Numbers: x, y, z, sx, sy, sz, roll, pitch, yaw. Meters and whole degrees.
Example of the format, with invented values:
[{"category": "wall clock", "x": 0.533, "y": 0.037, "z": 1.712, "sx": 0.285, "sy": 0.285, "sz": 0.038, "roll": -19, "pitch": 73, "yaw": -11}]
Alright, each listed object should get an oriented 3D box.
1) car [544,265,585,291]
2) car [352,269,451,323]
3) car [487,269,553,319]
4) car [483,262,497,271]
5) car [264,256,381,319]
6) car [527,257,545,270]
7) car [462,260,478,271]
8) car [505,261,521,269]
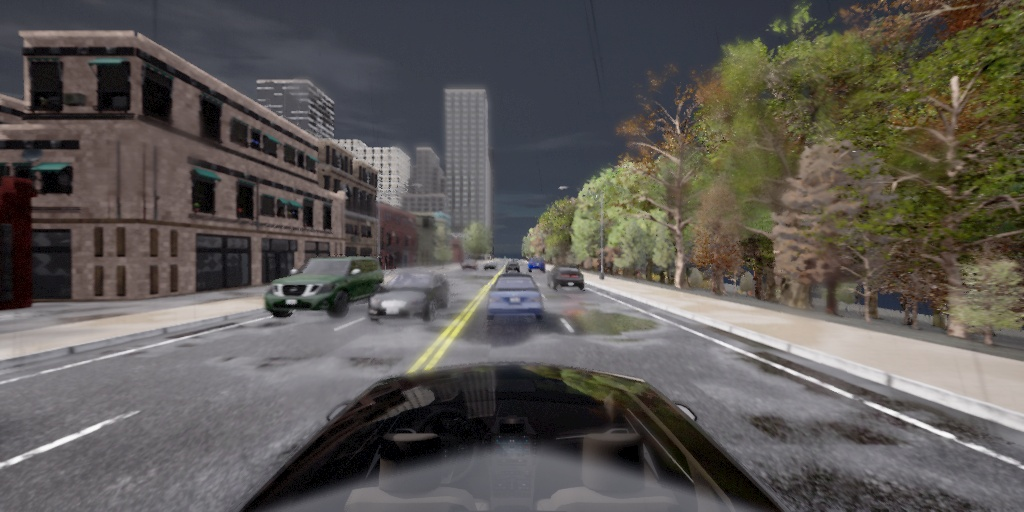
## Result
[{"category": "car", "x": 3.349, "y": 1.357, "z": 22.781, "sx": 1.837, "sy": 1.490, "sz": 4.892, "roll": 0, "pitch": 0, "yaw": 0}, {"category": "car", "x": -3.350, "y": 1.295, "z": 12.530, "sx": 2.128, "sy": 1.511, "sz": 4.902, "roll": 0, "pitch": 0, "yaw": 0}, {"category": "car", "x": 0.099, "y": 1.353, "z": 13.020, "sx": 2.033, "sy": 1.411, "sz": 5.357, "roll": 0, "pitch": 0, "yaw": 0}, {"category": "car", "x": -3.314, "y": 1.607, "z": 55.001, "sx": 1.895, "sy": 1.301, "sz": 4.718, "roll": 0, "pitch": 0, "yaw": 0}, {"category": "car", "x": -6.601, "y": 1.030, "z": 13.497, "sx": 2.150, "sy": 2.045, "sz": 5.566, "roll": 0, "pitch": 0, "yaw": 0}, {"category": "car", "x": 3.350, "y": 1.200, "z": 49.438, "sx": 2.150, "sy": 2.045, "sz": 5.566, "roll": 0, "pitch": -1, "yaw": 0}, {"category": "car", "x": -6.561, "y": 1.363, "z": 56.073, "sx": 2.097, "sy": 1.767, "sz": 4.553, "roll": 0, "pitch": 0, "yaw": 0}, {"category": "car", "x": 0.101, "y": 1.482, "z": 49.004, "sx": 1.837, "sy": 1.490, "sz": 4.892, "roll": 0, "pitch": -1, "yaw": 0}]
